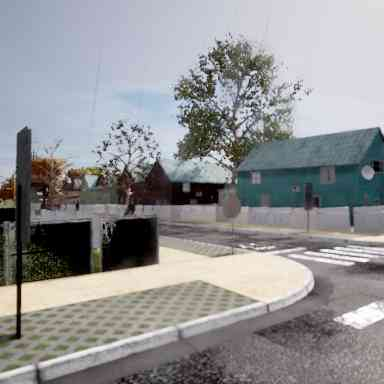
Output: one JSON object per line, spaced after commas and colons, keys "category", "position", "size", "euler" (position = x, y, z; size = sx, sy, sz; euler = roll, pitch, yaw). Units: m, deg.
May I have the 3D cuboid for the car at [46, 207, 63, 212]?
{"category": "car", "position": [-19.417, 2.763, 46.580], "size": [1.994, 1.385, 4.181], "euler": [1, -2, -35]}
